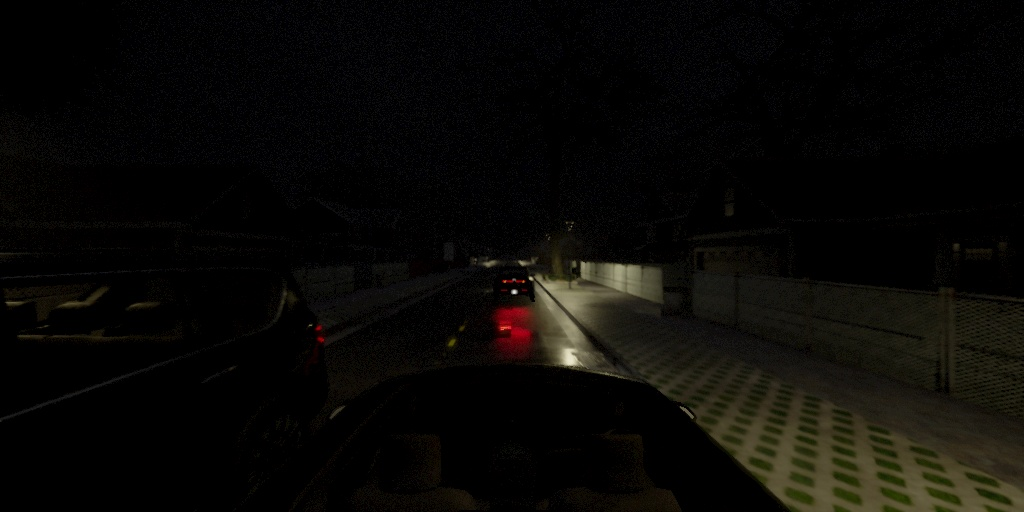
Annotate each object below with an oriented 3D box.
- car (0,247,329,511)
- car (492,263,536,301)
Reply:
[{"bbox_3d":[-2.850,0.973,1.220,2.150,2.045,5.566,0,0,0],"label":"car"},{"bbox_3d":[0.099,1.233,17.169,1.837,1.490,4.892,0,0,0],"label":"car"}]
